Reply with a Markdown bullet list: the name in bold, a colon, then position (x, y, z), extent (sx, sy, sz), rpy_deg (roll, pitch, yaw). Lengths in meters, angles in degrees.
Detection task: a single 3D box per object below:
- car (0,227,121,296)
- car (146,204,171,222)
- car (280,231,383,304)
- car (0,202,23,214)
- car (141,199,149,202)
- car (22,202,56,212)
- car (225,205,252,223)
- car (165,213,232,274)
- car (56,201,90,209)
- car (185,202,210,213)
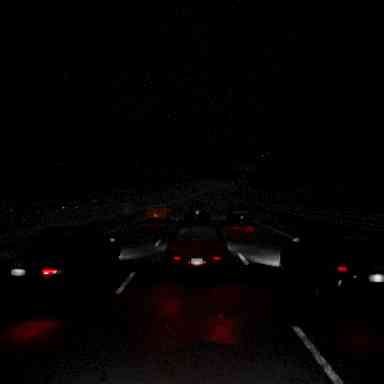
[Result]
- **car**: position (-3.361, 1.652, 9.020), extent (2.033, 1.411, 5.357), rpy_deg (0, -1, 1)
- **car**: position (-2.972, 1.841, 30.290), extent (1.882, 1.535, 5.008), rpy_deg (0, -1, 2)
- **car**: position (3.630, 1.664, 8.451), extent (1.994, 1.385, 4.181), rpy_deg (0, -1, 1)
- **car**: position (-20.397, 1.961, 39.025), extent (1.837, 1.490, 4.892), rpy_deg (0, -1, 2)
- **car**: position (-11.242, 2.318, 79.729), extent (1.812, 1.442, 4.674), rpy_deg (0, 0, 4)
- **car**: position (-16.921, 2.000, 38.509), extent (2.033, 1.411, 5.357), rpy_deg (0, -1, 2)
- **car**: position (3.986, 1.839, 28.651), extent (2.128, 1.511, 4.902), rpy_deg (0, -1, 2)
- **car**: position (0.160, 1.654, 10.940), extent (1.812, 1.442, 4.674), rpy_deg (0, 0, 1)
- **car**: position (-13.410, 1.809, 38.608), extent (2.097, 1.767, 4.553), rpy_deg (0, -1, 2)
- **car**: position (0.480, 1.695, 28.438), extent (2.097, 1.767, 4.553), rpy_deg (0, -1, 1)
